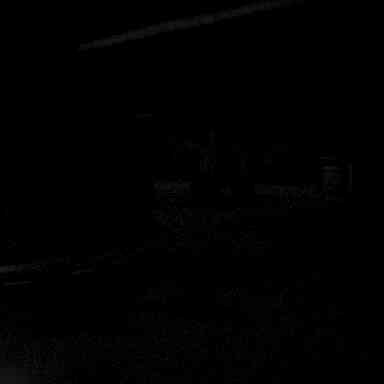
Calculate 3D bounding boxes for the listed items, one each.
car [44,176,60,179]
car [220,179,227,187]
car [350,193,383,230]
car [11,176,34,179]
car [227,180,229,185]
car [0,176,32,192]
[{"bbox_3d":[-28.025,-2.304,66.117,3.866,1.878,1.905,2,4,35],"label":"car"},{"bbox_3d":[3.648,-1.837,66.322,5.027,1.636,2.152,2,4,35],"label":"car"},{"bbox_3d":[9.083,0.880,15.971,2.242,1.667,4.611,2,4,35],"label":"car"},{"bbox_3d":[-18.417,-0.719,35.914,3.866,1.878,1.905,2,4,35],"label":"car"},{"bbox_3d":[5.409,-1.946,68.916,4.514,1.523,2.007,2,4,35],"label":"car"},{"bbox_3d":[-22.964,-1.092,43.117,4.605,1.855,1.932,2,4,35],"label":"car"}]
